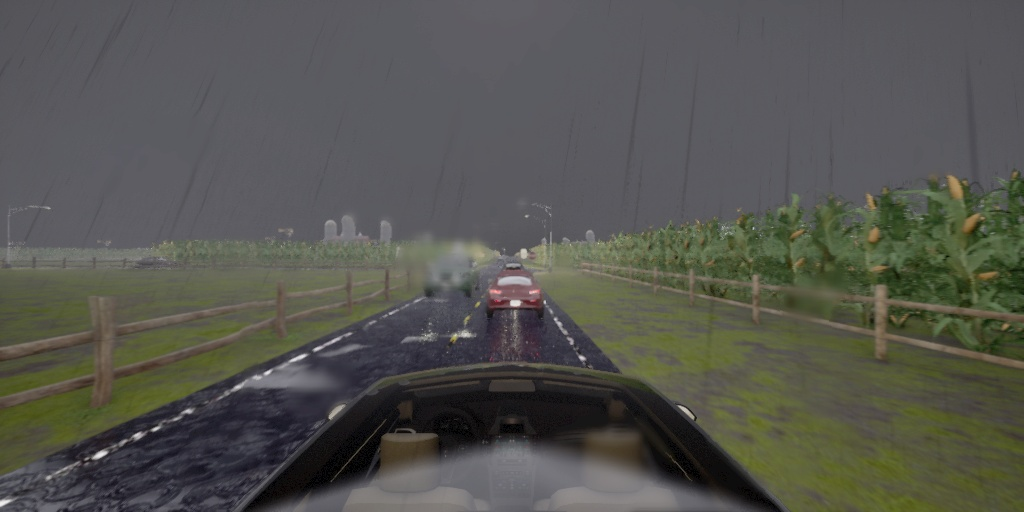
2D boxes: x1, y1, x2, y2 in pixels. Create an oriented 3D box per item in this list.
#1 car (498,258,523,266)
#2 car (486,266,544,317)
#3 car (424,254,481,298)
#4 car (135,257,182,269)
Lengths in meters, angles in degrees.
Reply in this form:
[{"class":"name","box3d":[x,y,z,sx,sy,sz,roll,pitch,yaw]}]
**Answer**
[{"class":"car","box3d":[0.092,1.162,27.488,1.837,1.490,4.892,0,0,0]},{"class":"car","box3d":[0.098,1.239,12.790,1.812,1.442,4.674,0,-1,0]},{"class":"car","box3d":[-2.852,0.913,18.315,2.150,2.045,5.566,0,0,0]},{"class":"car","box3d":[-44.806,0.837,45.507,4.892,1.490,1.837,0,0,1]}]
